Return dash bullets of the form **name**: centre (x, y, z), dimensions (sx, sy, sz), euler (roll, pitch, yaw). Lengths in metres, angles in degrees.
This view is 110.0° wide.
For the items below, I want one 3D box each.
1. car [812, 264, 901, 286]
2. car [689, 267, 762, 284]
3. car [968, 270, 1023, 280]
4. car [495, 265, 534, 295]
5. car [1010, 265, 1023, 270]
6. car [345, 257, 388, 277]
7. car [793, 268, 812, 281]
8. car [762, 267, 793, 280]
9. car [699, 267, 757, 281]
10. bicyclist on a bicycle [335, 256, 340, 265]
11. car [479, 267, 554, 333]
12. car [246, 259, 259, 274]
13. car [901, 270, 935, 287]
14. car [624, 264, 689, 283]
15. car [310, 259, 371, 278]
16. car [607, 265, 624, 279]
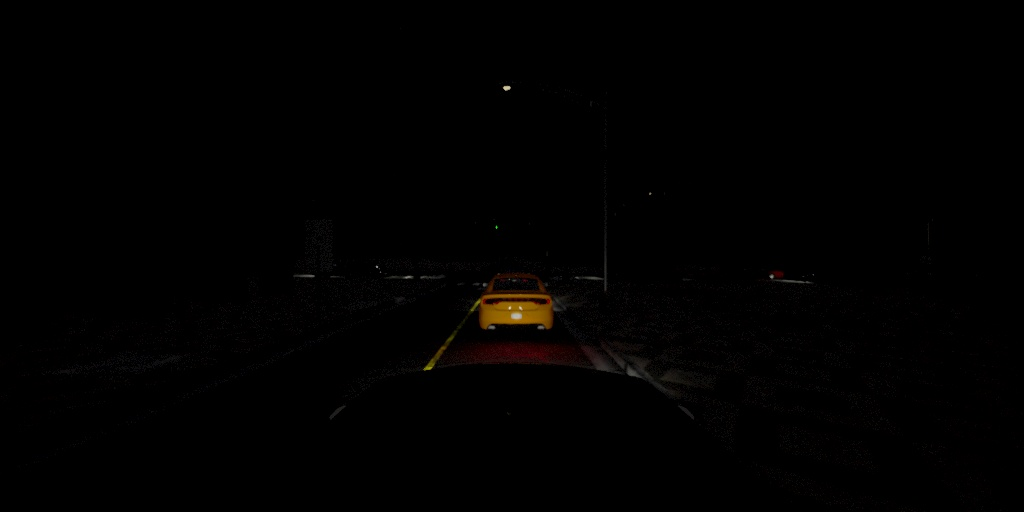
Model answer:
- **car**: centre (29.080, 1.603, 30.423), dimensions (5.009, 1.841, 2.192), euler (0, 0, 0)
- **car**: centre (17.963, 1.634, 30.435), dimensions (4.829, 1.417, 1.751), euler (0, 0, 0)
- **car**: centre (40.374, 2.059, 30.412), dimensions (4.207, 1.307, 1.802), euler (0, 0, 0)
- **car**: centre (0.116, 1.341, 21.581), dimensions (2.033, 1.411, 5.357), euler (0, 0, 0)
- **car**: centre (48.976, 1.848, 33.065), dimensions (5.566, 2.045, 2.150), euler (1, 0, 0)
- **car**: centre (-13.874, 0.997, 33.085), dimensions (4.553, 1.767, 2.097), euler (1, 0, 1)
- **car**: centre (31.894, 1.849, 36.271), dimensions (4.892, 1.490, 1.837), euler (1, 0, 0)
- **car**: centre (29.096, 1.848, 38.949), dimensions (4.507, 1.381, 1.888), euler (0, 0, 0)
- **car**: centre (21.828, 1.782, 36.289), dimensions (4.718, 1.301, 1.895), euler (1, 0, 0)
- **bicyclist on a bicycle**: centre (-20.461, 0.868, 41.872), dimensions (0.582, 1.620, 1.656), euler (1, 0, 0)
- **car**: centre (0.106, 1.247, 10.806), dimensions (1.882, 1.535, 5.008), euler (0, 0, 0)
- **car**: centre (-23.872, 0.999, 33.140), dimensions (4.902, 1.511, 2.128), euler (1, 0, 0)
- **car**: centre (34.723, 1.927, 30.418), dimensions (4.507, 1.381, 1.888), euler (0, 0, 0)
- **car**: centre (12.150, 1.587, 30.440), dimensions (4.313, 1.339, 1.948), euler (0, 0, 0)
- **car**: centre (-14.757, 1.179, 30.371), dimensions (4.403, 1.370, 2.007), euler (0, 0, 0)
- **car**: centre (11.910, 1.532, 36.300), dimensions (4.892, 1.490, 1.837), euler (1, 0, 0)
